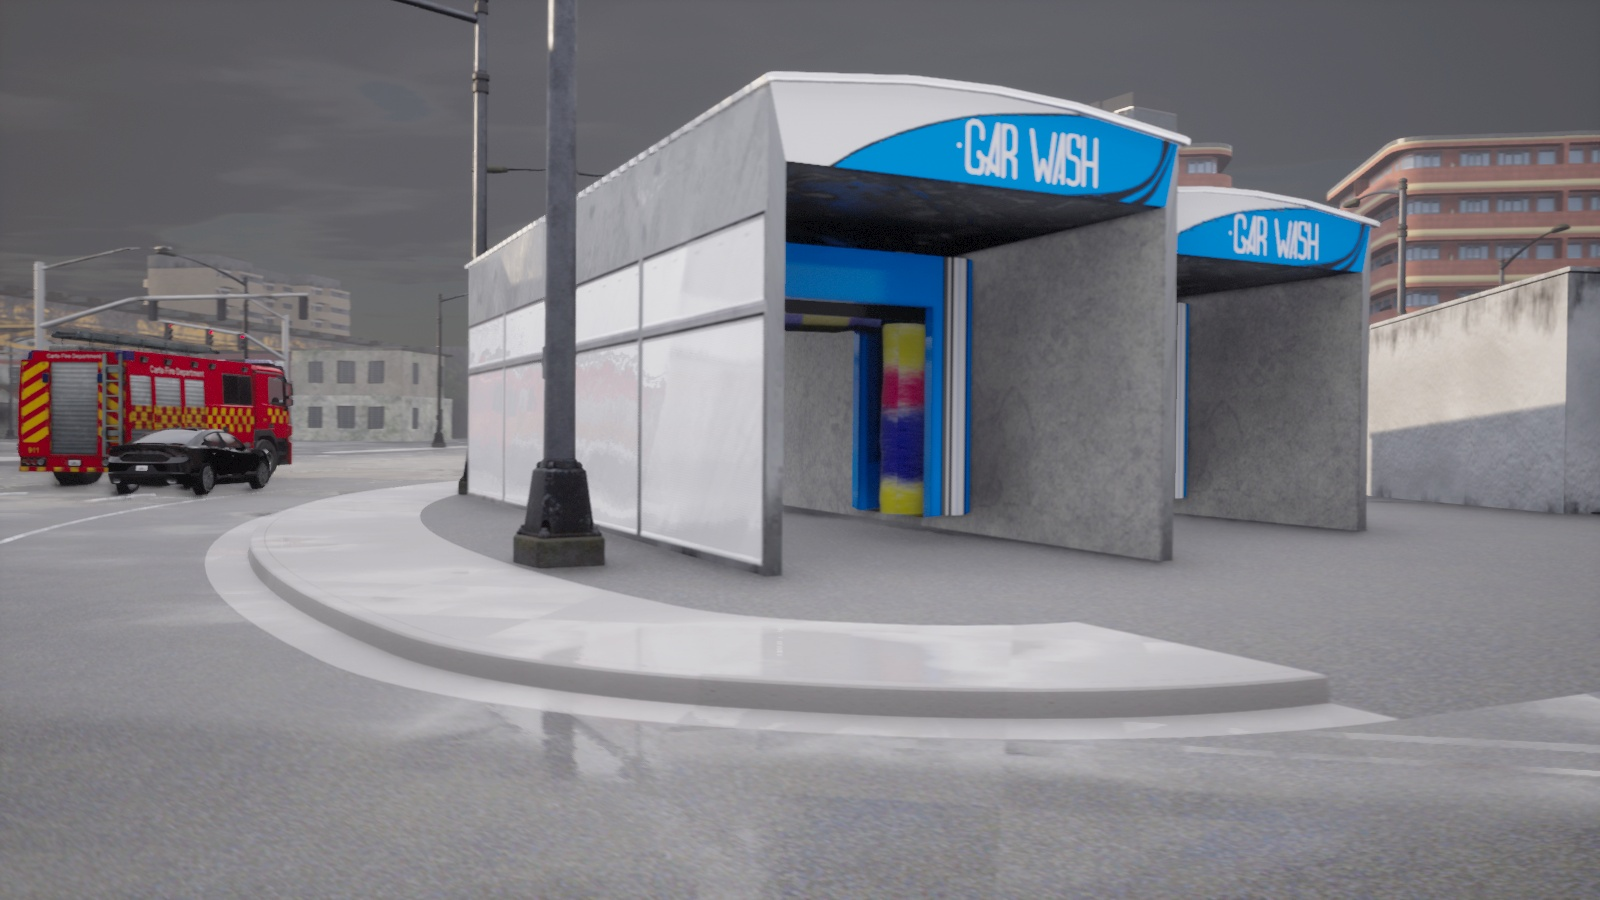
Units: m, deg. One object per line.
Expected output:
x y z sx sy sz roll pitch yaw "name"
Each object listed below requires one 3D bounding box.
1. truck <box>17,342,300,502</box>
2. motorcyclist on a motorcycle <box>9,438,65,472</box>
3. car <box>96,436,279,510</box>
-17.219 -0.724 34.632 2.891 3.827 8.468 0 1 5 "truck"
-37.264 0.222 61.324 2.350 1.649 0.766 0 1 9 "motorcyclist on a motorcycle"
-14.080 0.460 29.229 1.882 1.535 5.008 -1 1 -1 "car"
